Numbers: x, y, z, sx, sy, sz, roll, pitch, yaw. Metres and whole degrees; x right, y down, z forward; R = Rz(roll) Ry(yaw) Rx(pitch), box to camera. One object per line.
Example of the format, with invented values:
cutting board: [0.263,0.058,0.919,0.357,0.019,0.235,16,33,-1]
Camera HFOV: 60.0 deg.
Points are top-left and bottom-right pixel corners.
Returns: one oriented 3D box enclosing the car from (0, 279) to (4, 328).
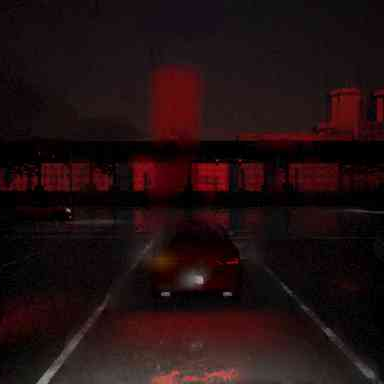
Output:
car: [-3.566,1.477,2.559,1.882,1.535,5.008,0,0,0]

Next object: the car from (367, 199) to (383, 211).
car: [22.728,1.403,38.406,4.674,1.442,1.812,-1,0,1]

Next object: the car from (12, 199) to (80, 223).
car: [-10.907,1.350,25.107,4.553,1.767,2.097,0,0,2]

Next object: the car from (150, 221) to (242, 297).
car: [0.095,1.478,8.616,1.882,1.535,5.008,0,0,0]
